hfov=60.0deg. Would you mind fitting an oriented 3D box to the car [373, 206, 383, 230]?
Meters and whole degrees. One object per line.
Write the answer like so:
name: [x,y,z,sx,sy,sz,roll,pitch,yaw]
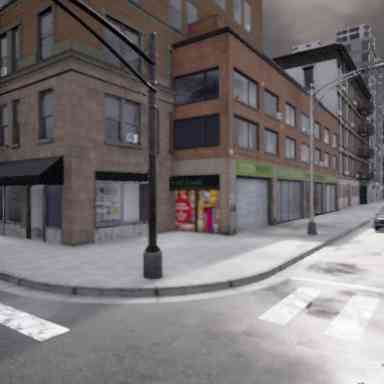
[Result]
car: [12.406,1.541,20.399,2.033,1.411,5.357,0,0,35]
